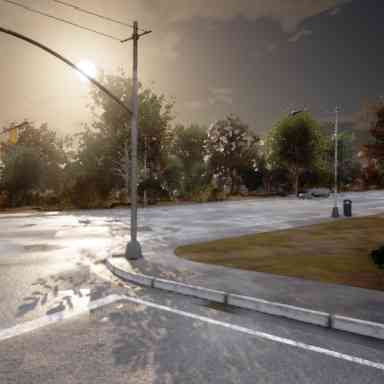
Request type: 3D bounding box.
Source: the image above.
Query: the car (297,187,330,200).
[{"bbox_3d":[16.129,0.168,44.131,4.902,1.511,2.128,-3,2,-29],"label":"car"}]
